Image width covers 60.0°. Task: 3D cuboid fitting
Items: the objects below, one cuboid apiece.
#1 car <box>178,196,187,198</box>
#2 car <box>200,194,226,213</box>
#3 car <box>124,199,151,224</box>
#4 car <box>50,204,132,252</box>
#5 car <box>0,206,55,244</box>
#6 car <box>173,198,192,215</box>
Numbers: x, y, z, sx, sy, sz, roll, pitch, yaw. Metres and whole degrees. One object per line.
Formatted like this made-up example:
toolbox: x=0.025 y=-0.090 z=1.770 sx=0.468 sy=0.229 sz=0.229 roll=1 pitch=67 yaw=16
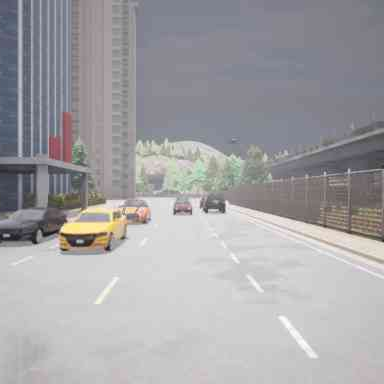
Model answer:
car: x=-1.262 y=1.359 z=44.000 sx=2.097 sy=1.767 sz=4.553 roll=0 pitch=0 yaw=-2
car: x=2.433 y=1.227 z=37.075 sx=2.150 sy=2.045 sz=5.566 roll=0 pitch=0 yaw=-2
car: x=-4.266 y=1.356 z=24.715 sx=2.097 sy=1.767 sz=4.553 roll=0 pitch=0 yaw=-1
car: x=-4.004 y=1.480 z=14.145 sx=1.882 sy=1.535 sz=5.008 roll=0 pitch=0 yaw=-2
car: x=-7.545 y=1.480 z=15.914 sx=1.882 sy=1.535 sz=5.008 roll=0 pitch=0 yaw=-2
car: x=-0.947 y=1.606 z=34.181 sx=1.895 sy=1.301 sz=4.718 roll=0 pitch=0 yaw=-2
